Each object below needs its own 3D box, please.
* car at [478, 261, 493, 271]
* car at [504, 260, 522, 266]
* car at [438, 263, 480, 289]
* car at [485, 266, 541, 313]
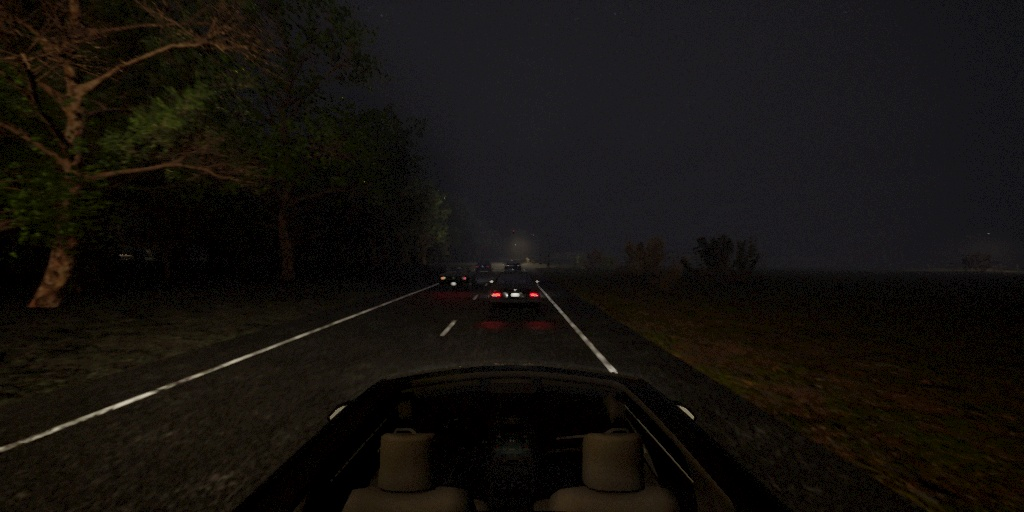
[{"bbox_3d":[-3.397,1.255,43.842,2.033,1.411,5.357,0,0,0],"label":"car"},{"bbox_3d":[0.105,1.205,39.025,2.128,1.511,4.902,0,0,0],"label":"car"},{"bbox_3d":[-3.397,1.333,23.121,1.895,1.301,4.718,0,0,0],"label":"car"},{"bbox_3d":[0.101,1.288,13.949,2.033,1.411,5.357,0,0,0],"label":"car"}]
